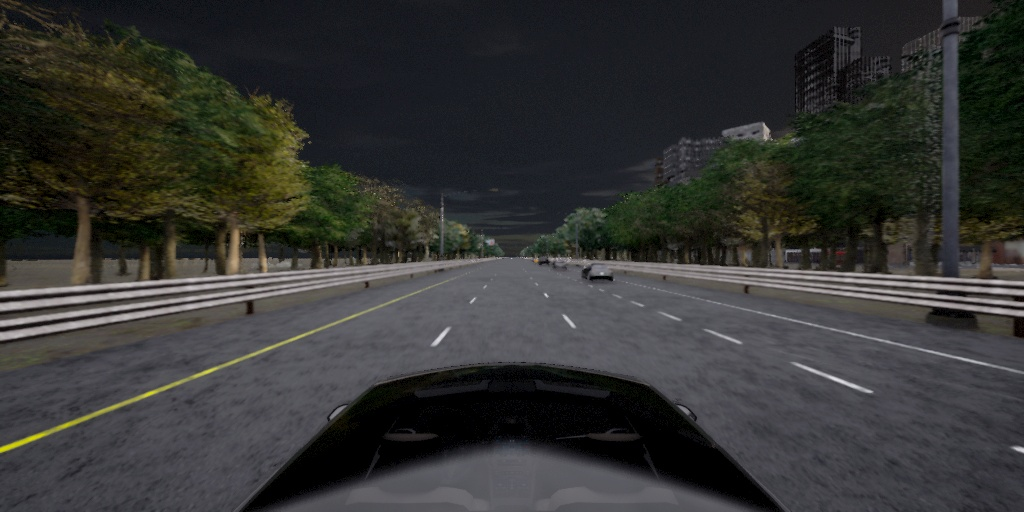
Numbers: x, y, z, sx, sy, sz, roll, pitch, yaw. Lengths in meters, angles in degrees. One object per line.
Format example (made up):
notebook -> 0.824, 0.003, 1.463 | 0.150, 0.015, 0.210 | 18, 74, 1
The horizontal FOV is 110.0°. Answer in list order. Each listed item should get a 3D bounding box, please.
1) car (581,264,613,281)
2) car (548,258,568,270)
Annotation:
car -> 6.998, 1.336, 29.874 | 1.994, 1.385, 4.181 | 0, 0, 0
car -> 7.048, 1.296, 54.072 | 2.128, 1.511, 4.902 | 0, 0, 0
